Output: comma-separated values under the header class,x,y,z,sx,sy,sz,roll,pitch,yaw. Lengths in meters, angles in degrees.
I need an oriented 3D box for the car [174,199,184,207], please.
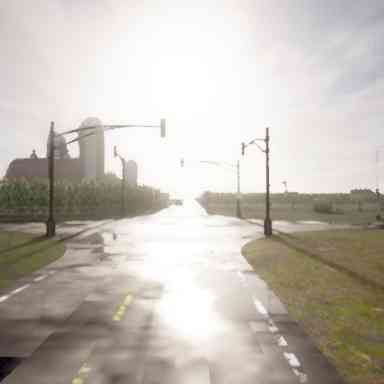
class,x,y,z,sx,sy,sz,roll,pitch,yaw
car,-2.726,2.362,70.956,1.837,1.490,4.892,0,-1,0
